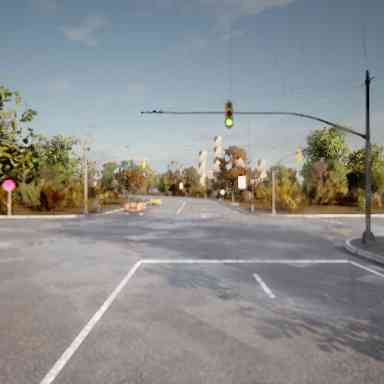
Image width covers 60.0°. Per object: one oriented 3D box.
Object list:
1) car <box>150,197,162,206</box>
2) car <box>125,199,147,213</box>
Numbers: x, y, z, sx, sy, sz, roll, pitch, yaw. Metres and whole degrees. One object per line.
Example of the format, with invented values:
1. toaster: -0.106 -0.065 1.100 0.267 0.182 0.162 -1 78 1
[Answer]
1. car: -6.903 1.789 63.213 1.882 1.535 5.008 0 0 0
2. car: -6.965 1.604 41.447 2.097 1.767 4.553 0 0 1
